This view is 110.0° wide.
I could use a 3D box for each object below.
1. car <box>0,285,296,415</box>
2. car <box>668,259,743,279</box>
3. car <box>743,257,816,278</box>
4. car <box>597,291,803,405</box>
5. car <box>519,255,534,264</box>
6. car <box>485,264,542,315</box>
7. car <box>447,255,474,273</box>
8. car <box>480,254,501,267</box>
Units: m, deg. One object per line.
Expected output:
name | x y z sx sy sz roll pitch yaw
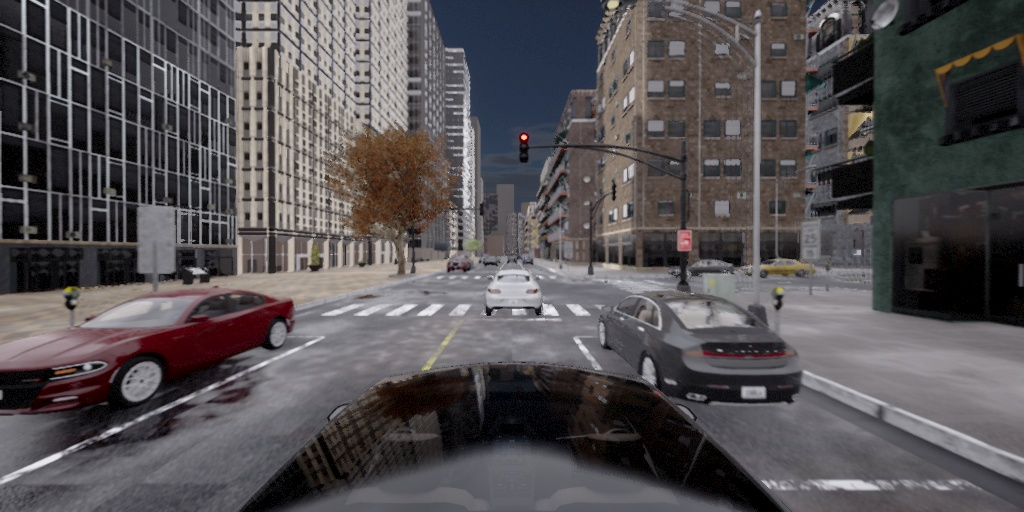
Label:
car | -5.691 1.258 6.176 1.888 1.381 4.507 0 0 0
car | 13.438 0.896 25.587 4.403 1.370 2.007 0 0 -1
car | 18.835 0.793 25.640 4.829 1.417 1.751 0 0 -1
car | 2.690 1.263 6.175 2.007 1.370 4.403 0 0 0
car | 2.698 0.858 60.652 1.948 1.339 4.313 0 0 0
car | 0.061 1.182 12.998 1.812 1.442 4.674 0 1 0
car | -5.686 0.772 38.562 2.192 1.841 5.009 0 0 0
car | -3.069 0.704 52.587 2.097 1.767 4.553 0 0 0
